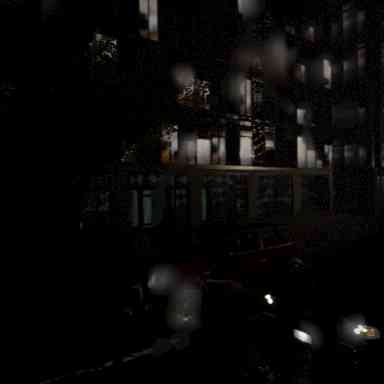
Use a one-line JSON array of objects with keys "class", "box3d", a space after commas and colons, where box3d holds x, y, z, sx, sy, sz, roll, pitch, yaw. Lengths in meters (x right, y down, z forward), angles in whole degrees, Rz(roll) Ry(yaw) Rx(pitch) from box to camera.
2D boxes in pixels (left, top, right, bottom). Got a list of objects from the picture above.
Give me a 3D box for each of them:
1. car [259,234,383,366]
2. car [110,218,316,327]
[{"class": "car", "box3d": [3.635, 1.503, 5.932, 5.357, 1.411, 2.033, 0, 0, -35]}, {"class": "car", "box3d": [0.402, 1.410, 6.878, 4.097, 1.590, 1.967, -1, -1, -35]}]
